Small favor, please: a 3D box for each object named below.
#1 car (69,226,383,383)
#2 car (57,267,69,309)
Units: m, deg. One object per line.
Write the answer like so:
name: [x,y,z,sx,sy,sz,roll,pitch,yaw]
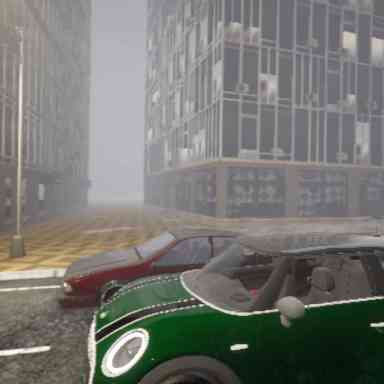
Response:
car: [1.059,1.334,4.026,4.553,1.767,2.097,0,0,-15]
car: [0.070,1.519,7.098,5.357,1.411,2.033,0,0,-14]
